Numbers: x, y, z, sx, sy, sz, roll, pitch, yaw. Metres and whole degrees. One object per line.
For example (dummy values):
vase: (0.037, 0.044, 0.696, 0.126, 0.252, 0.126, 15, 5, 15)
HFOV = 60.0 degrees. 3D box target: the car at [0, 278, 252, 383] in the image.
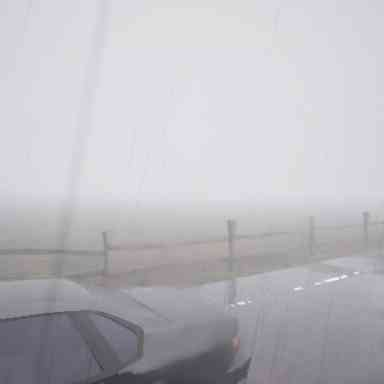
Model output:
car: (-1.942, 1.546, 2.608, 5.357, 1.411, 2.033, 0, 0, -35)
